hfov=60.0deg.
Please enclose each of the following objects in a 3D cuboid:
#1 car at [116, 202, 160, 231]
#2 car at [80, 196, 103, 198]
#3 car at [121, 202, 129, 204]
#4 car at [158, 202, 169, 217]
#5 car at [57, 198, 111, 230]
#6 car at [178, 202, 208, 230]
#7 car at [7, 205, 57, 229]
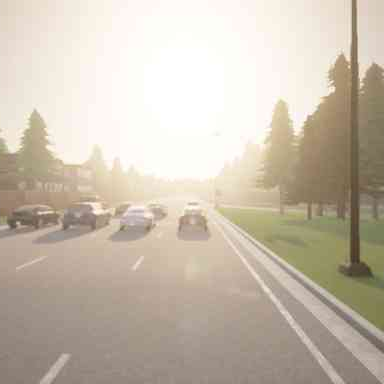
[{"bbox_3d":[-3.433,1.638,21.580,1.812,1.442,4.674,0,0,0],"label":"car"},{"bbox_3d":[-10.424,1.408,35.354,2.150,2.045,5.566,0,0,1],"label":"car"},{"bbox_3d":[-6.899,1.753,36.012,1.994,1.385,4.181,0,0,1],"label":"car"},{"bbox_3d":[-3.446,1.722,33.398,2.033,1.411,5.357,0,0,1],"label":"car"},{"bbox_3d":[-6.928,1.469,22.343,2.097,1.767,4.553,0,0,0],"label":"car"},{"bbox_3d":[0.068,1.639,21.768,1.812,1.442,4.674,0,0,0],"label":"car"},{"bbox_3d":[-10.428,1.623,22.406,1.837,1.490,4.892,0,0,0],"label":"car"}]
